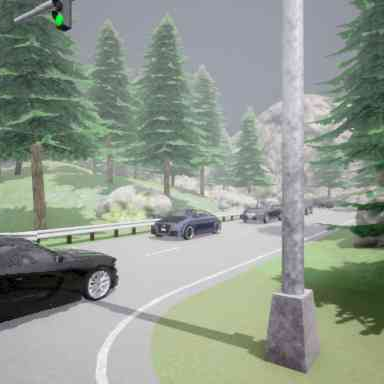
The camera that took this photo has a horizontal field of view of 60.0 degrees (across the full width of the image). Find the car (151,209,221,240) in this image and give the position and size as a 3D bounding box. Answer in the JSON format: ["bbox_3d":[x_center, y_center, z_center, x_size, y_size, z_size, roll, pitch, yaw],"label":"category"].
[{"bbox_3d":[-0.197,1.578,17.207,1.994,1.385,4.181,0,0,35],"label":"car"}]

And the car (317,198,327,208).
[{"bbox_3d":[17.729,1.580,46.492,1.812,1.442,4.674,1,-1,-13],"label":"car"}]

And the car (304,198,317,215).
[{"bbox_3d":[11.138,1.520,33.880,1.837,1.490,4.892,0,0,28],"label":"car"}]

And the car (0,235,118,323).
[{"bbox_3d":[-3.589,1.531,6.068,1.882,1.535,5.008,0,-1,35],"label":"car"}]

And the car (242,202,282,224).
[{"bbox_3d":[5.500,1.506,25.359,2.128,1.511,4.902,0,0,35],"label":"car"}]
